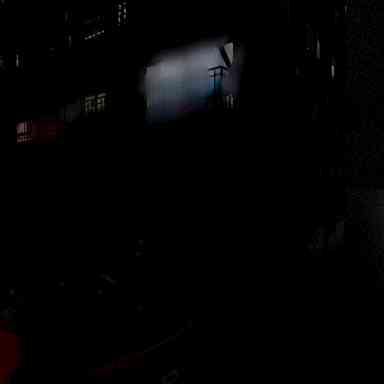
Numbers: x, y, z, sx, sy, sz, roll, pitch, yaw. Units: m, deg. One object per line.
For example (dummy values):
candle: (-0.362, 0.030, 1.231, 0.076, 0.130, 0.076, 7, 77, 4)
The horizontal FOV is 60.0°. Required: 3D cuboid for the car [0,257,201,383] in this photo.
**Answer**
car: (-2.012, 1.546, 4.304, 4.507, 1.381, 1.887, 0, 0, 35)
